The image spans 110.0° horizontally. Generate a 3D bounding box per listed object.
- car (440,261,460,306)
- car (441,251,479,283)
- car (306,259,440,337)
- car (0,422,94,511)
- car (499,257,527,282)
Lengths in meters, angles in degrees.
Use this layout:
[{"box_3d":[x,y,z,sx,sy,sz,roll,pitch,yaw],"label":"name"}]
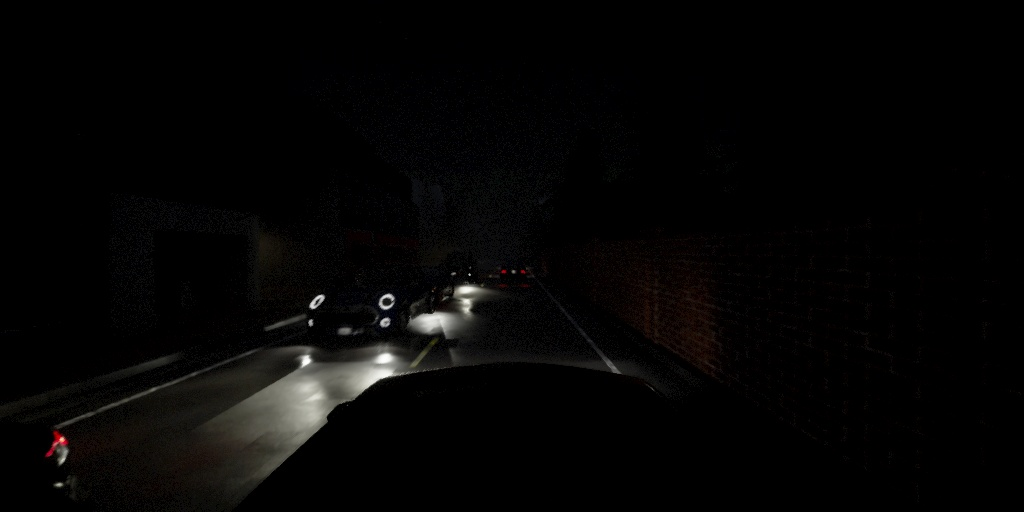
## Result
[{"box_3d":[-3.503,1.130,14.663,1.812,1.442,4.674,0,1,0],"label":"car"},{"box_3d":[-3.519,0.674,24.586,2.150,2.045,5.566,0,1,0],"label":"car"},{"box_3d":[-3.596,1.000,9.952,2.097,1.767,4.553,0,1,0],"label":"car"},{"box_3d":[-3.594,1.337,0.409,1.994,1.385,4.181,0,1,0],"label":"car"},{"box_3d":[0.091,0.989,24.937,2.033,1.411,5.357,0,1,0],"label":"car"}]
